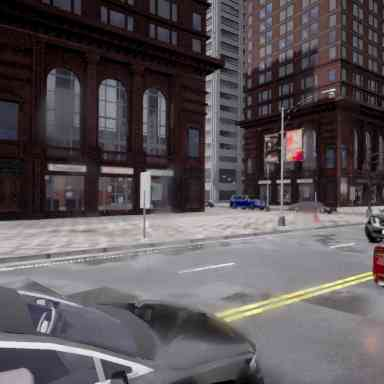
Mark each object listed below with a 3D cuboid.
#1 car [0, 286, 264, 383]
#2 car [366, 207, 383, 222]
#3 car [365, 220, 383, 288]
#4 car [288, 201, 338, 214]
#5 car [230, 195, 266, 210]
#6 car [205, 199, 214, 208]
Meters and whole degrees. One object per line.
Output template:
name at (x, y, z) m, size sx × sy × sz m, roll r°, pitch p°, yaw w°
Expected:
car at (-1.569, 1.492, 2.326) m, size 4.902 × 1.511 × 2.128 m, roll 0°, pitch 0°, yaw -35°
car at (9.996, 1.252, 14.900) m, size 5.566 × 2.045 × 2.150 m, roll 0°, pitch 0°, yaw -37°
car at (6.260, 1.489, 7.898) m, size 5.008 × 1.535 × 1.882 m, roll 0°, pitch 0°, yaw -35°
car at (13.390, 1.725, 37.122) m, size 2.033 × 1.411 × 5.357 m, roll 1°, pitch -1°, yaw -35°
car at (7.512, 1.445, 45.399) m, size 2.150 × 2.045 × 5.566 m, roll 1°, pitch -1°, yaw -35°
car at (1.693, 1.834, 53.592) m, size 1.994 × 1.385 × 4.181 m, roll 1°, pitch -1°, yaw -35°
